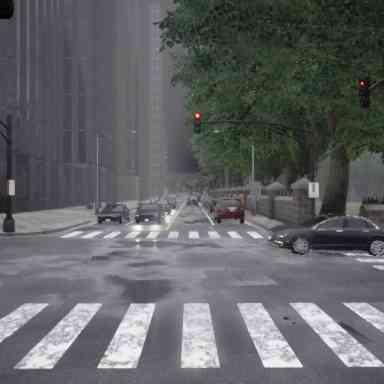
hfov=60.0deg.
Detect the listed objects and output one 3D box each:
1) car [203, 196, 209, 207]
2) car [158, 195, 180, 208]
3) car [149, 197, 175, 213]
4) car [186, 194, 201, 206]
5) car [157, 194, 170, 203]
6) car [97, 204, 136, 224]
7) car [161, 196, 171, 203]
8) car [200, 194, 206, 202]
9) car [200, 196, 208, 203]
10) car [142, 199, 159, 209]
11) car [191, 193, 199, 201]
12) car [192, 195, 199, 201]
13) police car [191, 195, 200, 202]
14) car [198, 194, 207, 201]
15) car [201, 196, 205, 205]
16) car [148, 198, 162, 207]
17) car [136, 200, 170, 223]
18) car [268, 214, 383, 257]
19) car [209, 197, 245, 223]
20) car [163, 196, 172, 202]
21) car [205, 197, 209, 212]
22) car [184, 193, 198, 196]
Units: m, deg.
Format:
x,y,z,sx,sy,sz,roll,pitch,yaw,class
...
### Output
x,y,z,sx,sy,sz,roll,pitch,yaw,class
2.722,1.576,41.478,2.008,1.369,4.403,0,0,0,car
-3.135,1.521,45.514,2.128,1.511,4.902,0,0,0,car
-3.121,1.545,35.247,1.812,1.442,4.674,0,0,0,car
0.045,1.566,55.252,1.812,1.442,4.674,0,0,0,car
-5.831,1.370,68.748,2.192,1.841,5.009,0,0,0,car
-5.787,1.575,25.091,1.947,1.339,4.313,0,0,0,car
-5.837,1.606,74.204,1.887,1.381,4.507,0,0,0,car
2.711,1.477,52.391,1.967,1.590,4.097,0,0,0,car
2.688,1.587,74.387,1.752,1.417,4.829,0,0,0,car
-5.809,1.613,46.919,1.802,1.307,4.206,0,0,0,car
0.809,1.313,91.794,2.150,2.045,5.566,0,0,0,car
0.814,1.586,85.763,1.837,1.490,4.892,0,0,0,car
0.825,1.490,75.873,1.930,1.638,5.238,0,0,0,police car
2.677,1.393,85.131,2.192,1.841,5.009,0,0,0,car
2.716,1.582,46.935,2.008,1.369,4.403,0,0,0,car
-5.814,1.619,52.376,1.802,1.307,4.206,0,0,0,car
-3.126,1.557,25.610,2.033,1.411,5.357,0,0,0,car
5.510,1.641,13.201,4.892,1.490,1.837,2,0,0,car
2.739,1.324,25.109,2.192,1.841,5.009,0,0,0,car
-5.842,1.614,79.662,1.887,1.381,4.507,0,0,0,car
2.727,1.586,36.022,1.947,1.339,4.313,0,0,0,car
0.025,1.402,65.015,2.097,1.767,4.553,0,0,0,car
